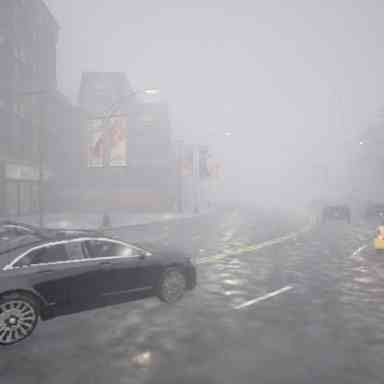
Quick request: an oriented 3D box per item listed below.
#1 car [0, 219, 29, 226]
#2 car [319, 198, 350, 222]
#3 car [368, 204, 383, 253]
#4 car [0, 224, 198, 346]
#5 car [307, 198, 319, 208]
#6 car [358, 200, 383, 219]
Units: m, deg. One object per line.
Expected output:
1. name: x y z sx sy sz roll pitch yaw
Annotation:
1. car: -5.600 1.481 8.334 4.902 1.511 2.128 0 0 -38
2. car: 11.245 1.464 26.211 1.882 1.535 5.008 0 0 20
3. car: 8.325 1.452 12.955 1.801 1.575 5.366 0 0 35
4. car: -2.084 1.484 6.416 4.902 1.511 2.128 0 0 -39
5. car: 17.587 1.539 46.230 1.994 1.385 4.181 0 0 -1
6. car: 15.726 1.493 28.833 1.837 1.490 4.892 0 0 16
